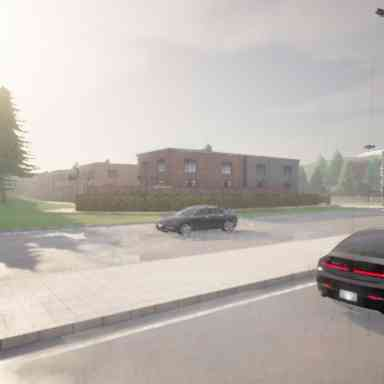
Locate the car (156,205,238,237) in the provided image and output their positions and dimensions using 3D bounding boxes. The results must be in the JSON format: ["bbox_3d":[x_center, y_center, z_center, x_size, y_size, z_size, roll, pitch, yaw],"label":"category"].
[{"bbox_3d":[0.360,1.503,18.317,4.892,1.490,1.837,1,0,-35],"label":"car"}]

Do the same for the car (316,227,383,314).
[{"bbox_3d":[4.619,1.502,7.042,4.892,1.490,1.837,0,0,-36],"label":"car"}]
